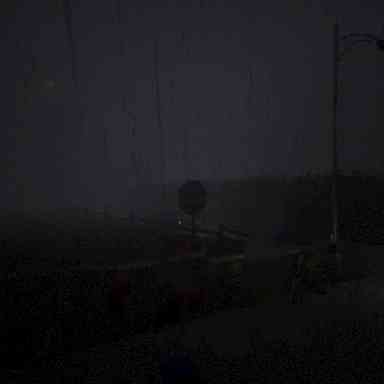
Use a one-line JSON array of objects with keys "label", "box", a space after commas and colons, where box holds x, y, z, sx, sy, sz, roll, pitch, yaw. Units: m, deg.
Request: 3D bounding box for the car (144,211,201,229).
[{"label": "car", "box": [-1.435, 1.998, 22.774, 1.895, 1.301, 4.718, 2, -1, -36]}]

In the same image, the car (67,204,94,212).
[{"label": "car", "box": [-13.213, 2.036, 39.286, 1.895, 1.301, 4.718, 2, -1, -36]}]
